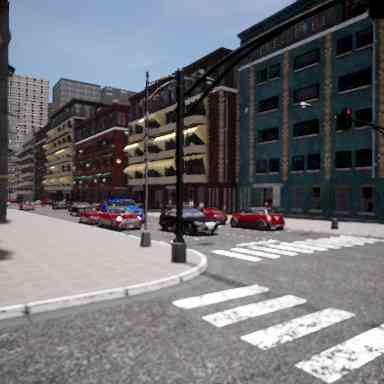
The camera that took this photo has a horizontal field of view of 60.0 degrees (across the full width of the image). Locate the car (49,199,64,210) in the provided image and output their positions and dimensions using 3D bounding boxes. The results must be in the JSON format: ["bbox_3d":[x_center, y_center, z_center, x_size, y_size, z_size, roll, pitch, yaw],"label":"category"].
[{"bbox_3d":[-23.376,2.454,59.013,1.994,1.385,4.181,1,-1,-35],"label":"car"}]

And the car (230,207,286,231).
[{"bbox_3d":[4.502,1.801,23.548,1.967,1.590,4.097,0,-1,-35],"label":"car"}]

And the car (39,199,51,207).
[{"bbox_3d":[-33.731,2.495,78.062,2.192,1.841,5.009,0,-1,-35],"label":"car"}]

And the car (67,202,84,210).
[{"bbox_3d":[-20.987,2.491,59.887,1.802,1.307,4.206,0,-1,-35],"label":"car"}]

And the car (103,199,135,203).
[{"bbox_3d":[-6.105,1.656,29.250,2.150,2.045,5.566,1,-1,-35],"label":"car"}]

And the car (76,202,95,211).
[{"bbox_3d":[-17.802,2.423,55.344,1.802,1.307,4.206,0,-1,-35],"label":"car"}]

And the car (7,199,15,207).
[{"bbox_3d":[-43.258,2.684,77.924,1.752,1.417,4.829,0,-1,-35],"label":"car"}]

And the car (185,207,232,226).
[{"bbox_3d":[1.314,2.011,28.088,1.802,1.307,4.206,0,-1,-35],"label":"car"}]

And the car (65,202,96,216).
[{"bbox_3d":[-12.860,2.071,38.907,2.128,1.511,4.902,1,-1,-35],"label":"car"}]

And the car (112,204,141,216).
[{"bbox_3d":[-8.246,2.202,41.715,1.947,1.339,4.313,0,-1,-35],"label":"car"}]

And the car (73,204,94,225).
[{"bbox_3d":[-8.315,1.993,28.088,1.802,1.307,4.206,0,-1,-35],"label":"car"}]

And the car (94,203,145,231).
[{"bbox_3d":[-5.130,1.782,23.546,1.967,1.590,4.097,0,-1,-35],"label":"car"}]

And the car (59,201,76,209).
[{"bbox_3d":[-24.173,2.543,64.430,1.947,1.339,4.313,0,-1,-35],"label":"car"}]

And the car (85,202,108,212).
[{"bbox_3d":[-14.617,2.324,50.801,2.008,1.369,4.403,0,-1,-35],"label":"car"}]

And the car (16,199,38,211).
[{"bbox_3d":[-27.429,2.262,55.348,1.967,1.590,4.097,0,-1,-35],"label":"car"}]

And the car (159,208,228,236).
[{"bbox_3d":[-0.320,1.801,20.989,2.128,1.511,4.902,1,-1,-35],"label":"car"}]

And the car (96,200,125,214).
[{"bbox_3d":[-11.433,2.019,46.260,2.192,1.841,5.009,0,-1,-35],"label":"car"}]
